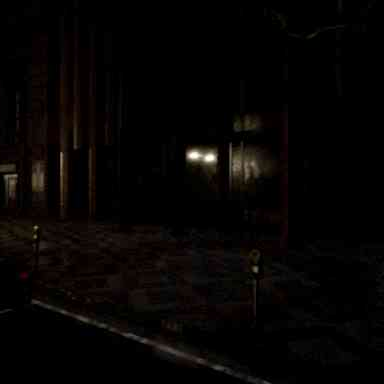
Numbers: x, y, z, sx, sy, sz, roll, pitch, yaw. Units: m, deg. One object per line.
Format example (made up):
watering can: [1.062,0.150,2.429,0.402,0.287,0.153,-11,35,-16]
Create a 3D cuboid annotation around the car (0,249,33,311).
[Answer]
car: [-4.736,1.564,6.460,4.206,1.307,1.802,0,0,36]
